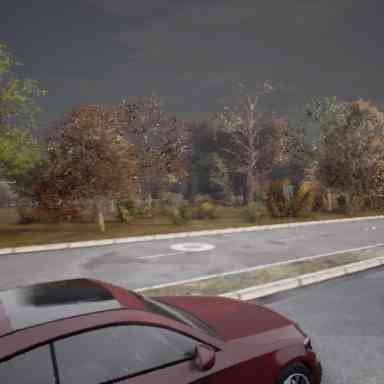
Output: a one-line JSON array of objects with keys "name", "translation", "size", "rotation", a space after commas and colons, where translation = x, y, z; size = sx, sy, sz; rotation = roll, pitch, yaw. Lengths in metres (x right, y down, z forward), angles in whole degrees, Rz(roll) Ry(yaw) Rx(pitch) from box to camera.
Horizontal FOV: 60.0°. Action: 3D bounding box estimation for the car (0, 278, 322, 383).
[{"name": "car", "translation": [-0.870, 1.525, 2.819], "size": [4.674, 1.442, 1.812], "rotation": [0, 0, -35]}]
